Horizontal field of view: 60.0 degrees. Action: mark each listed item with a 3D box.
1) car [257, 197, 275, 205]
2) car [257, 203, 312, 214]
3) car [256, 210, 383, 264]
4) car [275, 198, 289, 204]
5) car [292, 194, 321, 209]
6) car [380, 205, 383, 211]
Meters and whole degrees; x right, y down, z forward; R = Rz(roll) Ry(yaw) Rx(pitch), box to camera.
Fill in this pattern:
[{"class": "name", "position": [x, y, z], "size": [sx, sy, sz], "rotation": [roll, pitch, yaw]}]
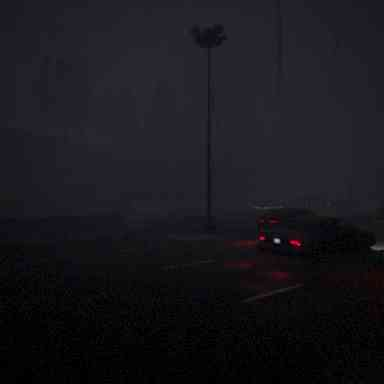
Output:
[{"class": "car", "position": [12.294, 1.560, 54.063], "size": [1.882, 1.535, 5.008], "rotation": [0, 0, 40]}, {"class": "car", "position": [5.381, 1.532, 17.089], "size": [4.892, 1.490, 1.837], "rotation": [-1, 0, -40]}, {"class": "car", "position": [4.600, 1.565, 11.900], "size": [5.357, 1.411, 2.033], "rotation": [0, 0, -39]}, {"class": "car", "position": [15.277, 1.603, 52.169], "size": [1.812, 1.442, 4.674], "rotation": [0, 0, 40]}, {"class": "car", "position": [16.786, 1.292, 48.509], "size": [2.150, 2.045, 5.566], "rotation": [0, 0, 40]}, {"class": "car", "position": [17.761, 1.514, 28.575], "size": [1.882, 1.535, 5.008], "rotation": [0, 0, 45]}]
